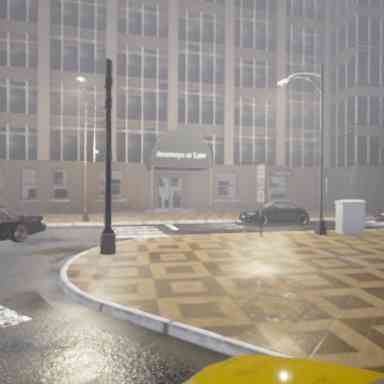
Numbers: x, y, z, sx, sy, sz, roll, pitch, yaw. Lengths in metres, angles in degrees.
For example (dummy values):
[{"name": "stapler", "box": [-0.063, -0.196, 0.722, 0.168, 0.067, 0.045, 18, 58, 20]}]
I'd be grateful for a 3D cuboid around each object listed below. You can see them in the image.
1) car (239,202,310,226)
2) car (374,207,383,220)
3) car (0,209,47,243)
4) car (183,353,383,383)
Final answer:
[{"name": "car", "box": [4.972, 1.281, 20.264, 4.181, 1.385, 1.994, 0, 0, -14]}, {"name": "car", "box": [14.677, 1.299, 22.725, 4.181, 1.385, 1.994, 0, 0, -14]}, {"name": "car", "box": [-7.988, 1.295, 12.062, 2.033, 1.411, 5.357, 1, 2, 26]}, {"name": "car", "box": [1.827, 1.536, 1.431, 4.829, 1.417, 1.752, 1, 0, 35]}]
